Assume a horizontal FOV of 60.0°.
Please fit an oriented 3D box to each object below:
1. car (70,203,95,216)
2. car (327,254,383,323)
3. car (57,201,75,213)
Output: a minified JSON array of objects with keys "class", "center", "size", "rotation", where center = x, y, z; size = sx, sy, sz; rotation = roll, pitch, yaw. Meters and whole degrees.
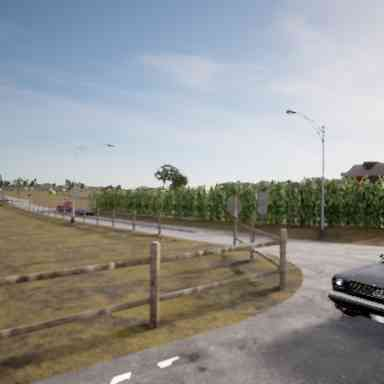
[{"class":"car","center":[-15.956,2.824,49.212],"size":[1.994,1.385,4.181],"rotation":[3,-2,-36]},{"class":"car","center":[4.721,1.687,6.461],"size":[4.718,1.301,1.895],"rotation":[1,0,-36]},{"class":"car","center":[-21.698,2.510,57.383],"size":[2.150,2.045,5.566],"rotation":[3,-2,-35]}]
